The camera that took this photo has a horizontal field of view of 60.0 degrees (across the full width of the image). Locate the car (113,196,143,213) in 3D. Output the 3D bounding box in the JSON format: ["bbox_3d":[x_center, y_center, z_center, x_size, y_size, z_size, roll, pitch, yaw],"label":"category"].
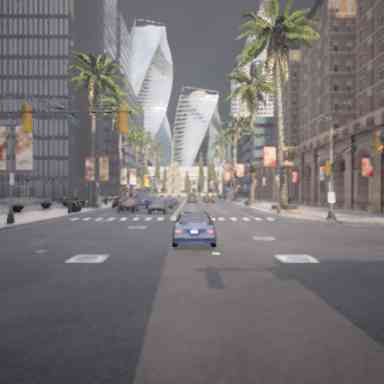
[{"bbox_3d":[-7.040,1.489,37.206,1.882,1.535,5.008,0,0,0],"label":"car"}]

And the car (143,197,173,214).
[{"bbox_3d":[-3.552,1.559,35.749,2.033,1.411,5.357,0,0,0],"label":"car"}]

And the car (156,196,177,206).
[{"bbox_3d":[-3.489,1.578,44.987,1.994,1.385,4.181,0,0,1],"label":"car"}]

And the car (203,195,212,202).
[{"bbox_3d":[3.462,1.516,77.327,1.837,1.490,4.892,0,0,-1],"label":"car"}]

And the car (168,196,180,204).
[{"bbox_3d":[-3.427,1.513,65.193,2.128,1.511,4.902,0,0,0],"label":"car"}]

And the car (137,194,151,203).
[{"bbox_3d":[-10.063,1.376,69.915,2.185,1.767,4.553,0,0,-1],"label":"car"}]

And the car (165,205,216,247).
[{"bbox_3d":[0.107,1.552,15.118,2.033,1.411,5.357,0,0,0],"label":"car"}]

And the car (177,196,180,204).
[{"bbox_3d":[-3.454,1.581,54.752,1.994,1.385,4.181,0,0,0],"label":"car"}]

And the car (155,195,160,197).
[{"bbox_3d":[-6.950,1.582,56.849,1.994,1.385,4.181,0,0,0],"label":"car"}]

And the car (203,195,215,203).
[{"bbox_3d":[3.562,1.622,67.273,1.895,1.301,4.718,0,0,-1],"label":"car"}]

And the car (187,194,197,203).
[{"bbox_3d":[0.062,1.584,67.285,1.994,1.385,4.181,0,0,-1],"label":"car"}]

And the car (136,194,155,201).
[{"bbox_3d":[-6.962,1.236,46.908,2.150,2.045,5.566,0,0,0],"label":"car"}]
